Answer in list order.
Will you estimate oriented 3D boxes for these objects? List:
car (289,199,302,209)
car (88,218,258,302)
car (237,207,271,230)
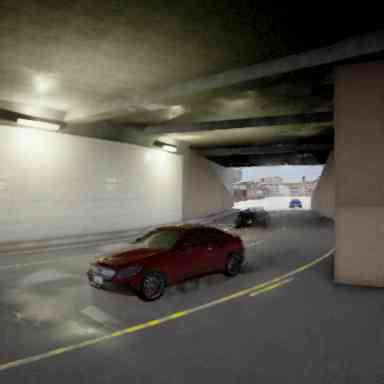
[{"bbox_3d":[16.645,1.888,53.337,1.812,1.442,4.674,0,-1,16],"label":"car"},{"bbox_3d":[-0.385,1.604,8.723,1.812,1.442,4.674,0,0,43],"label":"car"},{"bbox_3d":[4.276,1.735,22.802,1.994,1.385,4.181,0,0,19],"label":"car"}]
